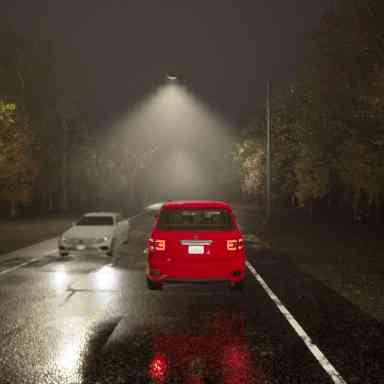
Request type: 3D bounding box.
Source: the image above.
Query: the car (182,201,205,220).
[{"bbox_3d":[0.090,1.542,28.964,1.812,1.442,4.674,0,0,0],"label":"car"}]

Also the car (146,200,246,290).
[{"bbox_3d":[0.092,1.227,9.203,2.150,2.045,5.566,0,0,0],"label":"car"}]

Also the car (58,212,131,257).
[{"bbox_3d":[-3.604,1.533,13.120,1.812,1.442,4.674,0,0,0],"label":"car"}]
